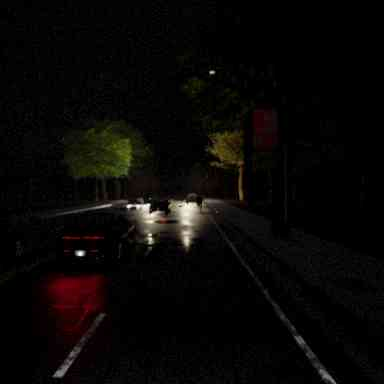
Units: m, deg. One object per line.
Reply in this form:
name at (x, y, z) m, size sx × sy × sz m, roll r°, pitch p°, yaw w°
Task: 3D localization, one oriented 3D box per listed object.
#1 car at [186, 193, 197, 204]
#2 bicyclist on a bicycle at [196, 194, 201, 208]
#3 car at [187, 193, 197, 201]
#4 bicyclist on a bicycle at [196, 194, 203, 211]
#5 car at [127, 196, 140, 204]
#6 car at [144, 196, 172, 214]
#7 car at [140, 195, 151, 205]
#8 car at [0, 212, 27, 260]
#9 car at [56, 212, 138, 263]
car at (0.041, 1.337, 57.888) m, size 1.812 × 1.442 × 4.674 m, roll 0°, pitch 0°, yaw 0°
bicyclist on a bicycle at (0.877, 1.224, 45.714) m, size 0.659 × 1.776 × 1.843 m, roll 0°, pitch 0°, yaw 0°
car at (-0.023, 1.118, 74.761) m, size 2.097 × 1.767 × 4.553 m, roll 0°, pitch 0°, yaw 0°
bicyclist on a bicycle at (0.880, 1.259, 35.597) m, size 0.659 × 1.776 × 1.843 m, roll 0°, pitch 0°, yaw 0°
car at (-9.818, 1.414, 57.359) m, size 1.895 × 1.301 × 4.718 m, roll 0°, pitch 0°, yaw 1°
car at (-3.161, 1.386, 33.563) m, size 2.128 × 1.511 × 4.902 m, roll 0°, pitch 0°, yaw 0°
car at (-6.580, 1.334, 52.778) m, size 1.837 × 1.490 × 4.892 m, roll 0°, pitch 0°, yaw 0°
car at (-6.601, 1.476, 9.542) m, size 1.837 × 1.490 × 4.892 m, roll 0°, pitch 0°, yaw 0°
car at (-3.155, 1.469, 11.808) m, size 1.837 × 1.490 × 4.892 m, roll 0°, pitch 0°, yaw 0°
